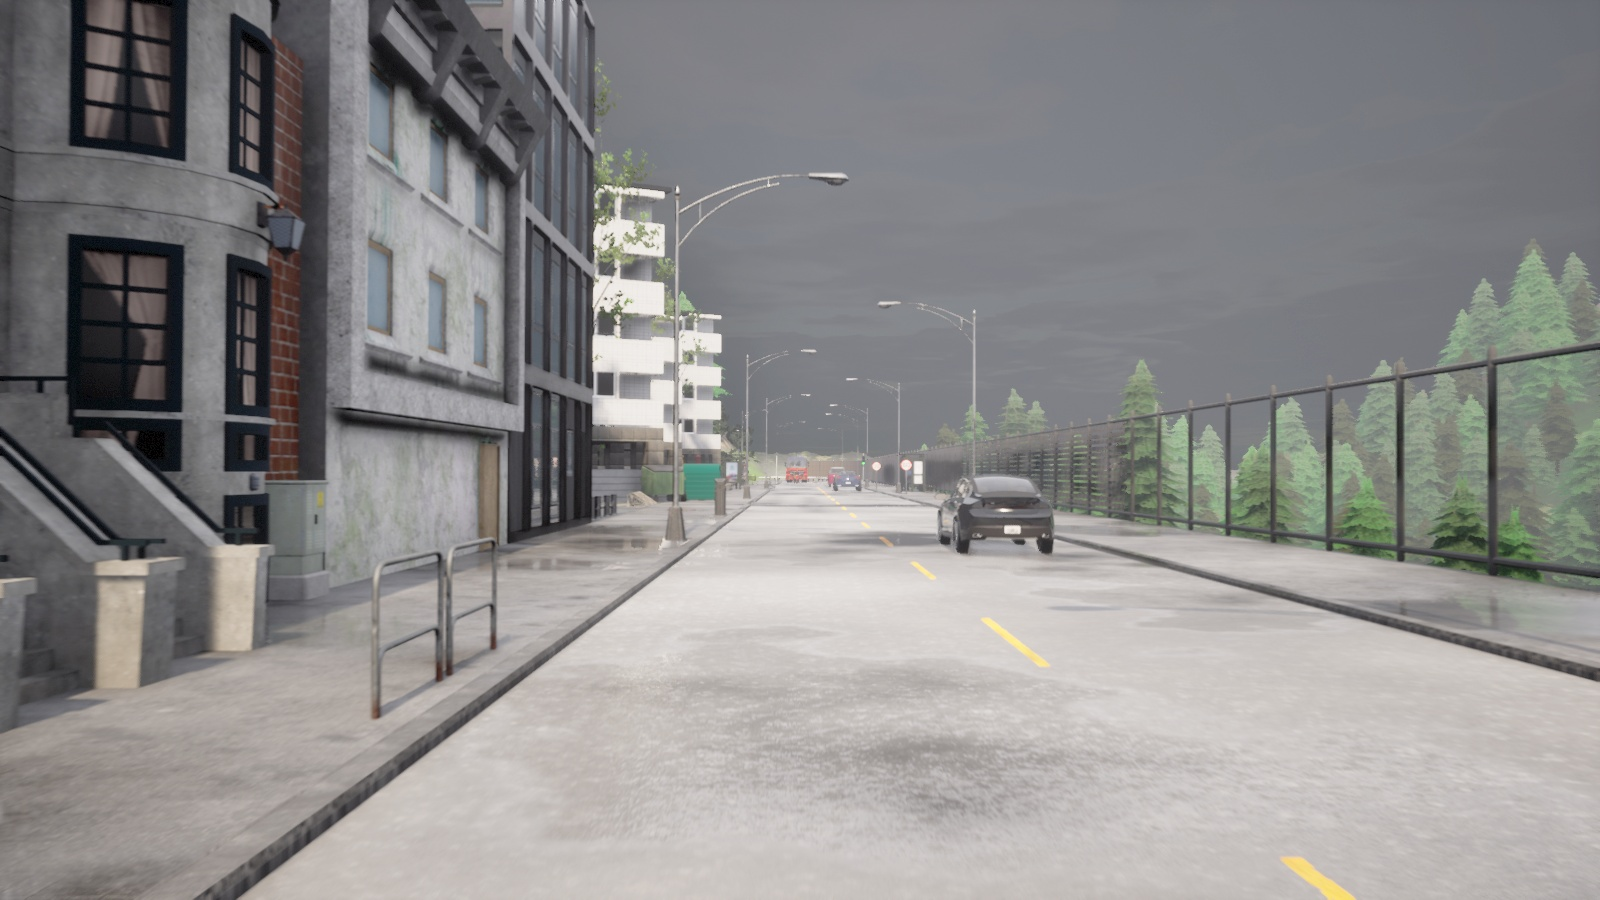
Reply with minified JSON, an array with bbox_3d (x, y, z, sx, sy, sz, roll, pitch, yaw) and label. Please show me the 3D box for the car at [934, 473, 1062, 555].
[{"bbox_3d":[3.932,1.235,25.770,1.837,1.490,4.892,0,-1,0],"label":"car"}]
